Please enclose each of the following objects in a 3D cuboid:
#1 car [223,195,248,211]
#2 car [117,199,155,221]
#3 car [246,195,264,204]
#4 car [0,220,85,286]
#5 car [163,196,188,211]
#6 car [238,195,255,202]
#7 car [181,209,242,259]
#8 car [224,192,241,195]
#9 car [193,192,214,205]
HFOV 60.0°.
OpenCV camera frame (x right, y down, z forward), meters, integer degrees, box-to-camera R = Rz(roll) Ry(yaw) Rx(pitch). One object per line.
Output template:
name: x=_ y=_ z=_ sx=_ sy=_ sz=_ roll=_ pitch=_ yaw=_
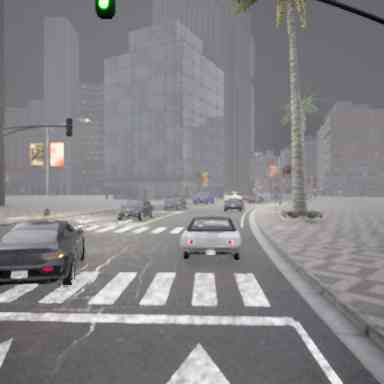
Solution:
car: x=4.754 y=1.370 z=36.958 sx=1.994 sy=1.385 sz=4.181 roll=0 pitch=0 yaw=13
car: x=-4.284 y=1.350 z=25.919 sx=1.837 sy=1.490 sz=4.892 roll=0 pitch=0 yaw=9
car: x=11.221 y=1.266 z=57.775 sx=2.033 sy=1.411 sz=5.357 roll=0 pitch=0 yaw=22
car: x=-3.964 y=1.465 z=8.861 sx=1.812 sy=1.442 sz=4.674 roll=0 pitch=0 yaw=-13
car: x=-1.846 y=1.292 z=38.105 sx=1.837 sy=1.490 sz=4.892 roll=0 pitch=0 yaw=14
car: x=10.746 y=1.280 z=65.253 sx=1.895 sy=1.301 sz=4.718 roll=0 pitch=0 yaw=26
car: x=0.741 y=1.525 z=12.278 sx=1.895 sy=1.301 sz=4.718 roll=0 pitch=0 yaw=4
car: x=6.756 y=0.940 z=55.342 sx=2.150 sy=2.045 sz=5.566 roll=0 pitch=0 yaw=20
car: x=1.839 y=0.951 z=51.103 sx=2.150 sy=2.045 sz=5.566 roll=0 pitch=0 yaw=19
